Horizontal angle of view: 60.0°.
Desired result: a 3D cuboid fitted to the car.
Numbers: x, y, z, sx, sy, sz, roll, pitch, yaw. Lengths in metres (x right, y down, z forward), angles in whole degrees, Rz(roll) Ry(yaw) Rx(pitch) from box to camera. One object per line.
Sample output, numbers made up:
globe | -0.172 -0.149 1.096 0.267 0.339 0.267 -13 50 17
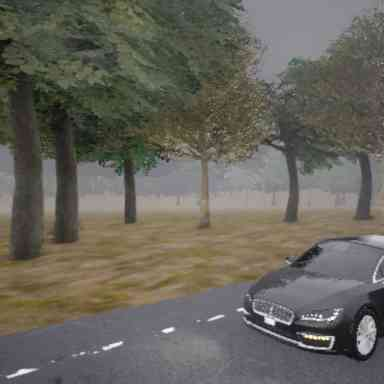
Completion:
car | 3.101 1.614 6.205 4.892 1.490 1.837 0 -1 -35
